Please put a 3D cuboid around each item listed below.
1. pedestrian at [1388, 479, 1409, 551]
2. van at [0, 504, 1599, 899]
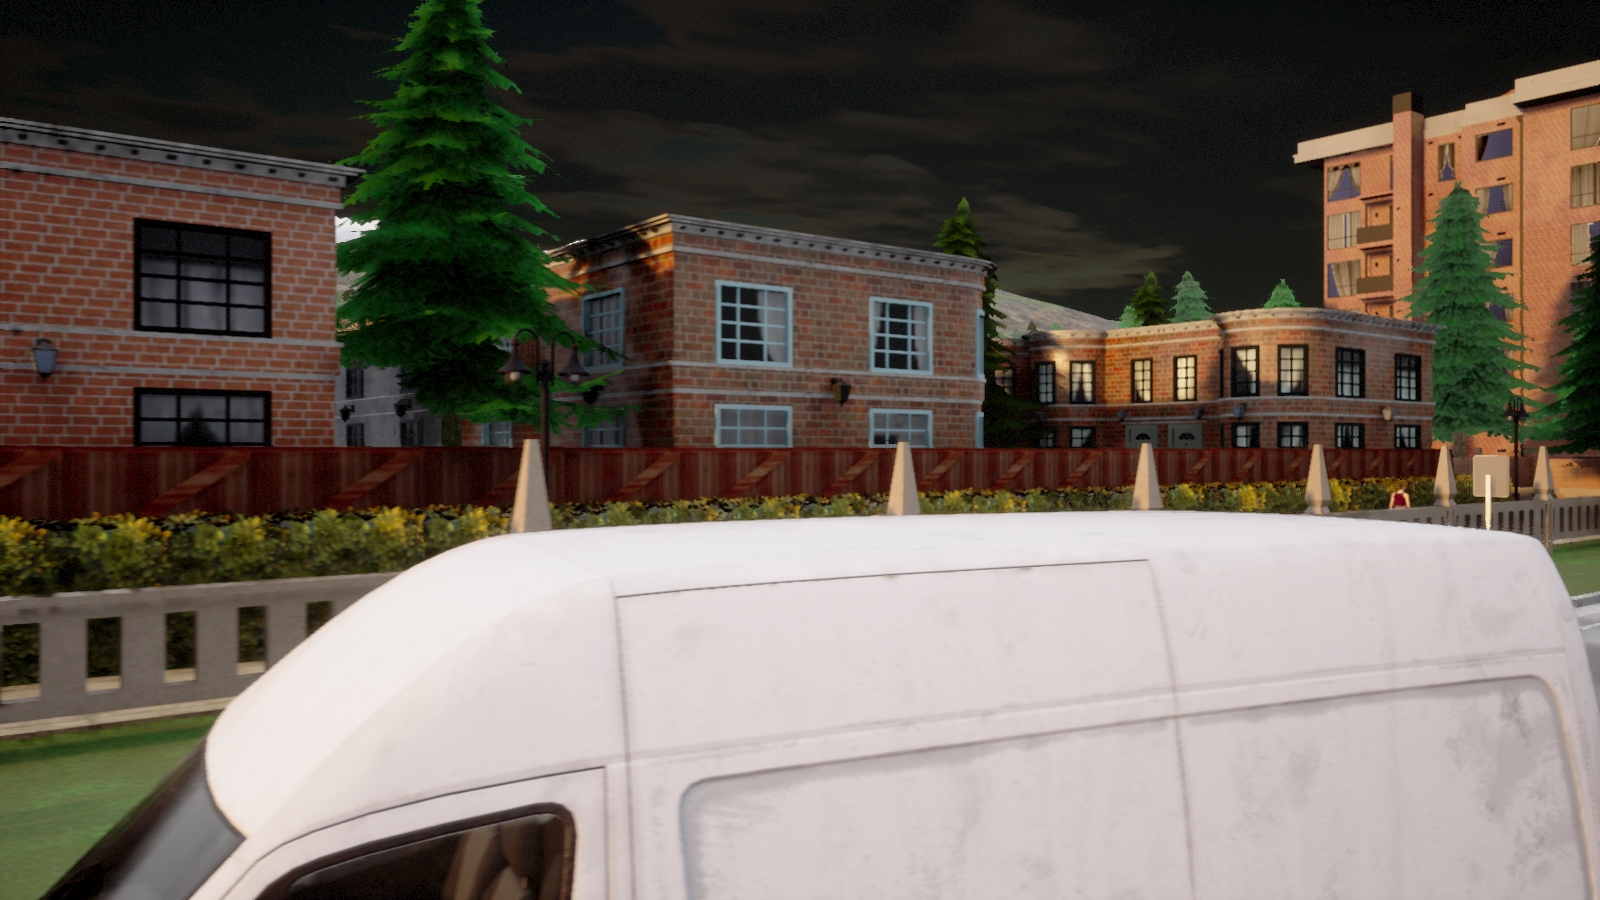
[{"bbox_3d":[15.843,1.717,30.248,0.375,1.860,0.375,0,0,-37],"label":"pedestrian"},{"bbox_3d":[-0.232,1.536,3.478,5.915,2.561,1.988,0,0,-24],"label":"van"}]
